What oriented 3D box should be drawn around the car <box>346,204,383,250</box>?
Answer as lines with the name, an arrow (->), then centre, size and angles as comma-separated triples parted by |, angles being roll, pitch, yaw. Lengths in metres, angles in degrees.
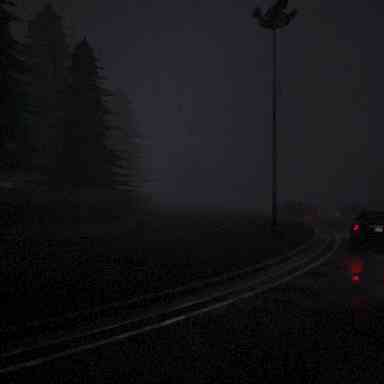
car -> 8.250, 1.511, 14.818 | 2.097, 1.767, 4.553 | 0, -1, 28

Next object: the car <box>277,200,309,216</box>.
car -> 10.953, 1.736, 37.588 | 2.097, 1.767, 4.553 | 0, -1, -6

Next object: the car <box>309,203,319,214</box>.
car -> 13.994, 2.032, 41.952 | 1.895, 1.301, 4.718 | 0, -1, -7

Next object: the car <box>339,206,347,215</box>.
car -> 18.054, 1.951, 36.595 | 1.994, 1.385, 4.181 | 0, -1, -5
